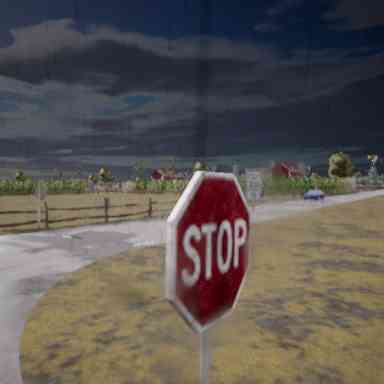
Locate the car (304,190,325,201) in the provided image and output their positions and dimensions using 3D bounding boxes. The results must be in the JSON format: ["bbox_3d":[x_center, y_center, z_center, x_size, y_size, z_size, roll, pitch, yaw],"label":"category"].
[{"bbox_3d":[17.407,0.441,47.257,1.882,1.535,5.008,1,2,35],"label":"car"}]
